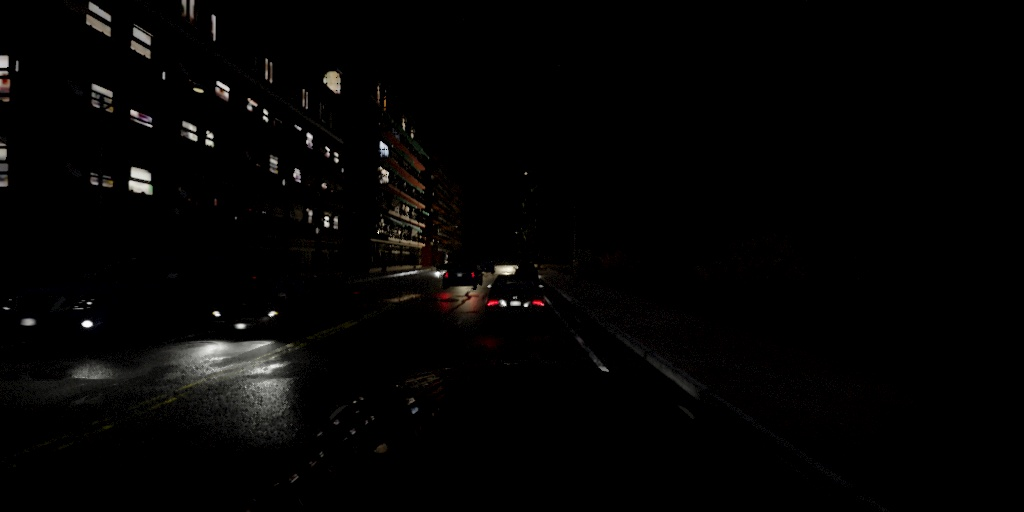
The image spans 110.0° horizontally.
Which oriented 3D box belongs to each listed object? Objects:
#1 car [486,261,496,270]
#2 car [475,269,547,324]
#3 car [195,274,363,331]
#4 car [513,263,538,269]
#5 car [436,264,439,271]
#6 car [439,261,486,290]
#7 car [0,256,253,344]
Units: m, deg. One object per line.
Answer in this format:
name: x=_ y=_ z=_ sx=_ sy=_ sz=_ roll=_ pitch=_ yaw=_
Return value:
car: x=-3.100 y=1.384 z=44.366 sx=1.882 sy=1.535 sz=5.008 roll=0 pitch=-1 yaw=0
car: x=0.110 y=1.337 z=12.151 sx=2.033 sy=1.411 sz=5.357 roll=0 pitch=0 yaw=0
car: x=-6.591 y=1.334 z=11.366 sx=2.033 sy=1.411 sz=5.357 roll=0 pitch=0 yaw=0
car: x=1.170 y=1.362 z=30.415 sx=1.837 sy=1.490 sz=4.892 roll=0 pitch=0 yaw=0
car: x=-9.788 y=1.535 z=52.427 sx=1.895 sy=1.301 sz=4.718 roll=0 pitch=0 yaw=0
car: x=-3.125 y=1.184 z=23.536 sx=2.097 sy=1.767 sz=4.553 roll=0 pitch=0 yaw=0
car: x=-9.842 y=1.002 z=10.064 sx=2.150 sy=2.045 sz=5.566 roll=0 pitch=0 yaw=0
